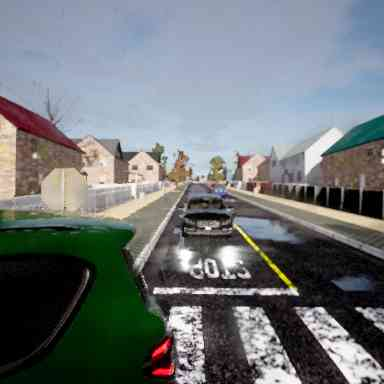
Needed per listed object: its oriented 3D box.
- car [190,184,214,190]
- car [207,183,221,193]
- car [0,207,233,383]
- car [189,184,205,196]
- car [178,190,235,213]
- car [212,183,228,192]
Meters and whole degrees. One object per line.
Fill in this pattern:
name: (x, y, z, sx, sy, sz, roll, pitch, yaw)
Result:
car: (0.564, 0.284, 29.365, 2.033, 1.411, 5.357, 0, 2, 0)
car: (3.418, -0.600, 51.508, 1.812, 1.442, 4.674, 0, 2, 0)
car: (-2.578, 1.183, 1.134, 5.566, 2.045, 2.150, -1, 2, -40)
car: (0.646, -0.336, 44.872, 2.033, 1.411, 5.357, 0, 2, 0)
car: (0.548, 0.874, 13.566, 1.837, 1.490, 4.892, 0, 2, 0)
car: (3.464, -0.193, 41.870, 2.033, 1.411, 5.357, 0, 2, 1)
